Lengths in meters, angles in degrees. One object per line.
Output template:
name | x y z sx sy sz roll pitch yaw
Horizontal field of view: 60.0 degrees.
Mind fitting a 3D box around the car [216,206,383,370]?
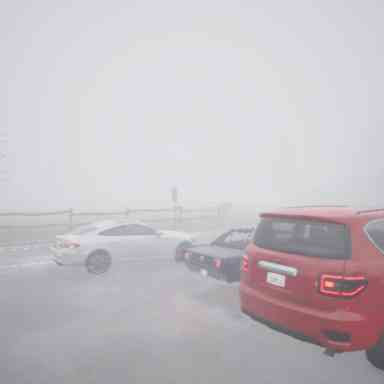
car | 3.326 1.265 5.890 5.566 2.045 2.150 0 -1 -34

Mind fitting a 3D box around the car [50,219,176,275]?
car | -2.025 1.613 10.718 4.674 1.442 1.812 0 -1 -34

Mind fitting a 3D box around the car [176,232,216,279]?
car | 2.126 1.673 9.300 4.718 1.301 1.895 0 -1 -34
